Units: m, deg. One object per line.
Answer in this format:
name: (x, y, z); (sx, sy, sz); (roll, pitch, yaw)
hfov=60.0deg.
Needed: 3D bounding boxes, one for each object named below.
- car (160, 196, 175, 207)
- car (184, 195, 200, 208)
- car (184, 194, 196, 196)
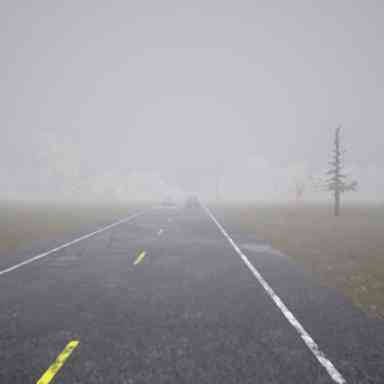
car: (-3.542, 1.371, 49.343); (1.837, 1.490, 4.892); (0, 0, 0)
car: (0.123, 1.478, 44.907); (1.895, 1.301, 4.718); (0, 0, 0)
car: (0.133, 1.178, 62.419); (2.097, 1.767, 4.553); (0, 0, 0)
